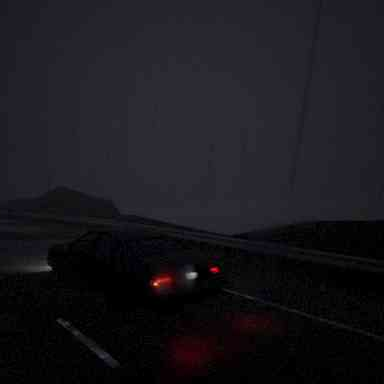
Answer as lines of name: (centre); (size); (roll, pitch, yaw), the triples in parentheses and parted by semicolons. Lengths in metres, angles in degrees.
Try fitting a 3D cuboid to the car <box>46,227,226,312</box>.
car: (-1.664, 1.547, 7.822); (2.033, 1.411, 5.357); (0, 0, -41)
